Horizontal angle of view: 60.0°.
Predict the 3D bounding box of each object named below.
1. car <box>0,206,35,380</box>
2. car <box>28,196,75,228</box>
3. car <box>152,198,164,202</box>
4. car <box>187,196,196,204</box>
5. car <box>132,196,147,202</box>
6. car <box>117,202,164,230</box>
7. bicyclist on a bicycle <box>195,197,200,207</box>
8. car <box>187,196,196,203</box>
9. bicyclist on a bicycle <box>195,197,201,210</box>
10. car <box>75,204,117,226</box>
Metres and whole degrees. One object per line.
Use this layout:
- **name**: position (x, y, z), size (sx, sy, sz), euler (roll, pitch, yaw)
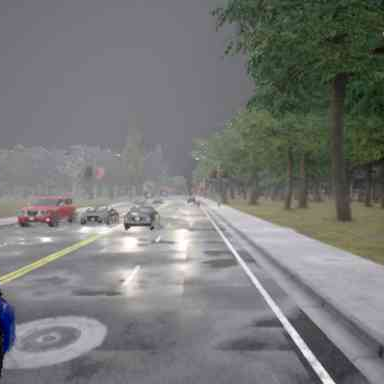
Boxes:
- **car**: position (-3.151, 1.227, 1.552), size (2.150, 2.045, 5.566), euler (0, 0, 0)
- **car**: position (-9.868, 1.302, 23.222), size (2.150, 2.045, 5.566), euler (0, 0, 0)
- **car**: position (-6.563, 1.780, 64.743), size (2.033, 1.411, 5.357), euler (0, 0, 0)
- **car**: position (-0.058, 1.757, 70.694), size (1.837, 1.490, 4.892), euler (0, 0, 0)
- **car**: position (-9.828, 1.584, 62.561), size (2.097, 1.767, 4.553), euler (0, 0, 0)
- **car**: position (-3.168, 1.621, 21.788), size (2.033, 1.411, 5.357), euler (0, 0, 0)
- **bicyclist on a bicycle**: position (0.864, 1.632, 54.529), size (0.866, 1.612, 1.509), euler (0, 0, 0)
- **car**: position (-0.067, 1.815, 81.156), size (2.128, 1.511, 4.902), euler (0, 0, 0)
- **bicyclist on a bicycle**: position (0.872, 1.597, 45.091), size (0.866, 1.612, 1.509), euler (0, 0, 0)
- **car**: position (-6.617, 1.646, 24.175), size (1.994, 1.385, 4.181), euler (0, 0, 0)
